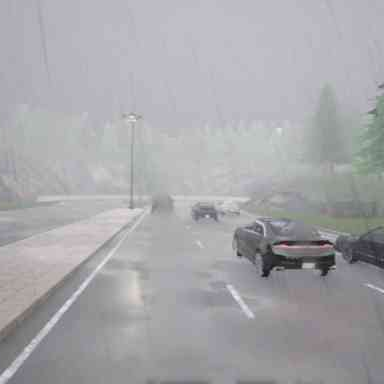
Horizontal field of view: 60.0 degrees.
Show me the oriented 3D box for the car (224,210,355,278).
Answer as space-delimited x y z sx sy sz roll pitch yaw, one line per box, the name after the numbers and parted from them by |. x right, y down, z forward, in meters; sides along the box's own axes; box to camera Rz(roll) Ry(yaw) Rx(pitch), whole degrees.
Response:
2.575 1.550 10.343 2.128 1.511 4.902 1 0 -5 | car

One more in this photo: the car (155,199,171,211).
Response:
-3.853 1.665 44.245 2.033 1.411 5.357 1 0 -5 | car

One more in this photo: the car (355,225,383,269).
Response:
6.167 1.636 9.417 2.033 1.411 5.357 1 0 -5 | car

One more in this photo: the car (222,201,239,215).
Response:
3.866 1.685 36.086 1.812 1.442 4.674 1 0 -5 | car

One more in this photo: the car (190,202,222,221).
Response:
1.008 1.614 28.512 1.837 1.490 4.892 1 0 -5 | car

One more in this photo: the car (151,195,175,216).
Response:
-2.987 1.312 34.079 2.150 2.045 5.566 1 0 -5 | car
